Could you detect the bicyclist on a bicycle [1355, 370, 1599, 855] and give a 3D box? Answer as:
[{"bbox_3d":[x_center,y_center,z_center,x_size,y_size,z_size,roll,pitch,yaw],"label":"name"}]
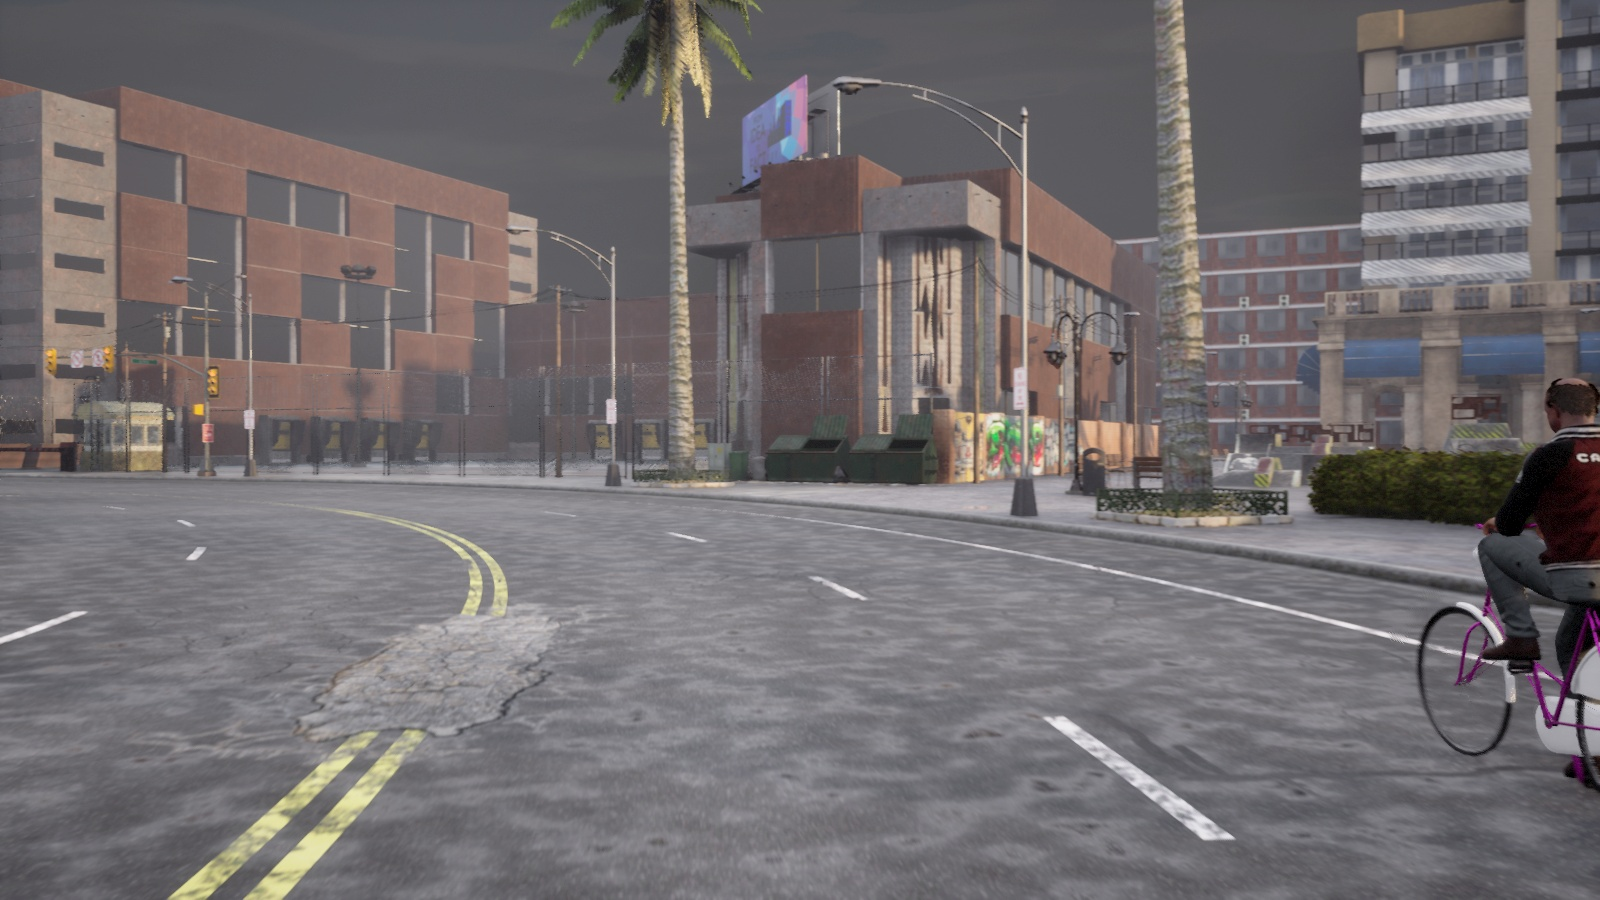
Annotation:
[{"bbox_3d":[3.191,0.586,5.406,0.659,1.776,1.843,0,1,-5],"label":"bicyclist on a bicycle"}]
